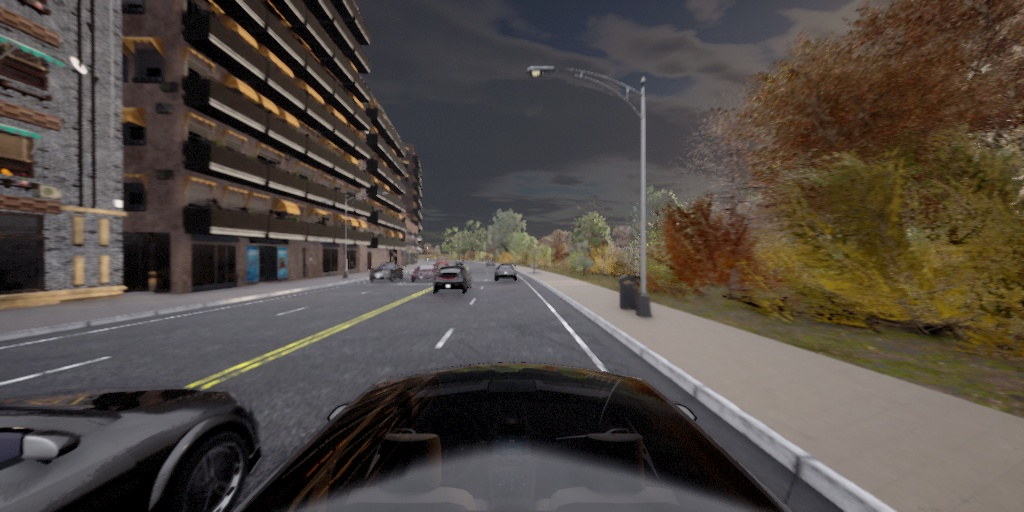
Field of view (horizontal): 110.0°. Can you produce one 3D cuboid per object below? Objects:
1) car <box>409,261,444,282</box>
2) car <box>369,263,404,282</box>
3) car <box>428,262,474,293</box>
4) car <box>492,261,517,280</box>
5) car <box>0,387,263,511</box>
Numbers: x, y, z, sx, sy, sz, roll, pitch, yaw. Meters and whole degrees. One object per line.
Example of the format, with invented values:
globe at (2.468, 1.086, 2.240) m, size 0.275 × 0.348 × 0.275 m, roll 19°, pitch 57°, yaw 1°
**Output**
car at (-7.202, 1.392, 30.286) m, size 1.812 × 1.442 × 4.674 m, roll 0°, pitch 0°, yaw -2°
car at (-10.449, 1.370, 30.159) m, size 2.128 × 1.511 × 4.902 m, roll 0°, pitch 0°, yaw -2°
car at (-3.439, 1.333, 21.354) m, size 1.837 × 1.490 × 4.892 m, roll 0°, pitch 0°, yaw -2°
car at (-0.611, 1.416, 32.858) m, size 1.994 × 1.385 × 4.181 m, roll 0°, pitch 0°, yaw -3°
car at (-3.164, 1.323, 1.392) m, size 1.994 × 1.385 × 4.181 m, roll 0°, pitch 0°, yaw 0°
